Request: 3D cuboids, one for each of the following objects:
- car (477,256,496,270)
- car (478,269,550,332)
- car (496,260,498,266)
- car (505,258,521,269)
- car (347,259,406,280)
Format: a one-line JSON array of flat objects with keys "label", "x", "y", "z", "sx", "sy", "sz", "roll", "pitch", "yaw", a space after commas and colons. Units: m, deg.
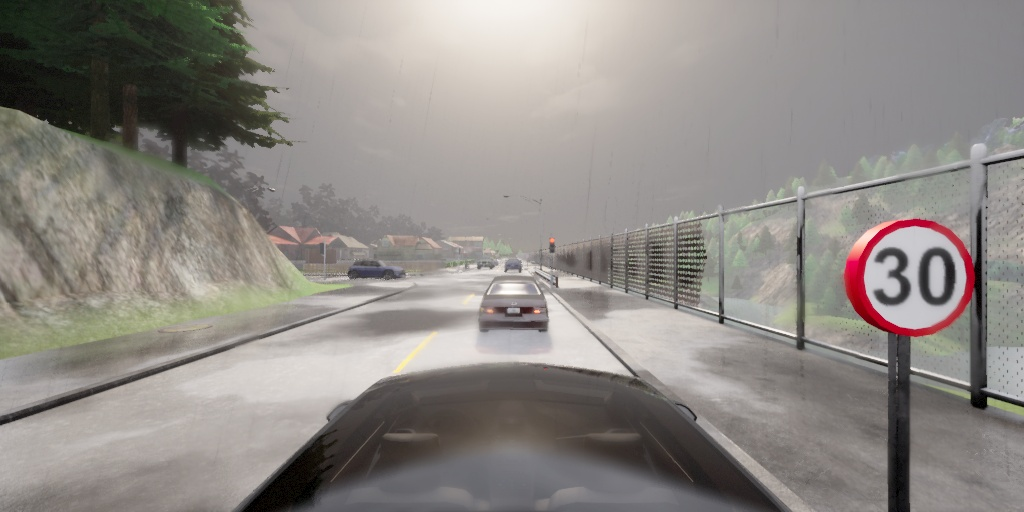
[{"label": "car", "x": -4.035, "y": 0.971, "z": 54.656, "sx": 2.150, "sy": 2.045, "sz": 5.566, "roll": 0, "pitch": 0, "yaw": 0}, {"label": "car", "x": 0.058, "y": 1.297, "z": 10.757, "sx": 2.033, "sy": 1.411, "sz": 5.357, "roll": 0, "pitch": 0, "yaw": 0}, {"label": "car", "x": -3.986, "y": 1.297, "z": 64.898, "sx": 2.033, "sy": 1.411, "sz": 5.357, "roll": 0, "pitch": 0, "yaw": 0}, {"label": "car", "x": 0.148, "y": 1.102, "z": 46.759, "sx": 2.097, "sy": 1.767, "sz": 4.553, "roll": 0, "pitch": 0, "yaw": 0}, {"label": "car", "x": -11.271, "y": 1.101, "z": 30.106, "sx": 4.553, "sy": 1.767, "sz": 2.097, "roll": 0, "pitch": 0, "yaw": 5}]
